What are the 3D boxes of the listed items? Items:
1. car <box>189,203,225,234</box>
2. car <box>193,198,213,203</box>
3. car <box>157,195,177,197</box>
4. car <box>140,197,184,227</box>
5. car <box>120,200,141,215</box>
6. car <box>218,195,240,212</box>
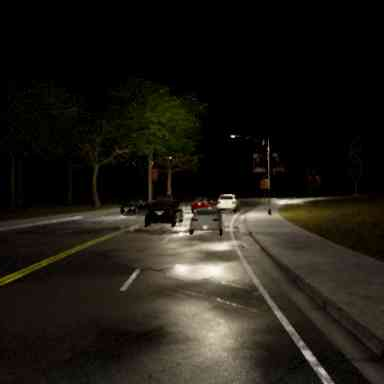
[{"bbox_3d":[0.904,1.604,19.583,1.812,1.442,4.674,0,0,5],"label":"car"},{"bbox_3d":[1.369,1.484,40.719,2.097,1.767,4.553,0,0,14],"label":"car"},{"bbox_3d":[-3.025,1.373,37.328,2.150,2.045,5.566,0,-1,13],"label":"car"},{"bbox_3d":[-1.891,1.452,23.854,2.097,1.767,4.553,0,0,7],"label":"car"},{"bbox_3d":[-6.385,1.659,37.107,2.128,1.511,4.902,0,0,12],"label":"car"},{"bbox_3d":[4.469,1.333,39.870,2.150,2.045,5.566,0,0,14],"label":"car"}]
